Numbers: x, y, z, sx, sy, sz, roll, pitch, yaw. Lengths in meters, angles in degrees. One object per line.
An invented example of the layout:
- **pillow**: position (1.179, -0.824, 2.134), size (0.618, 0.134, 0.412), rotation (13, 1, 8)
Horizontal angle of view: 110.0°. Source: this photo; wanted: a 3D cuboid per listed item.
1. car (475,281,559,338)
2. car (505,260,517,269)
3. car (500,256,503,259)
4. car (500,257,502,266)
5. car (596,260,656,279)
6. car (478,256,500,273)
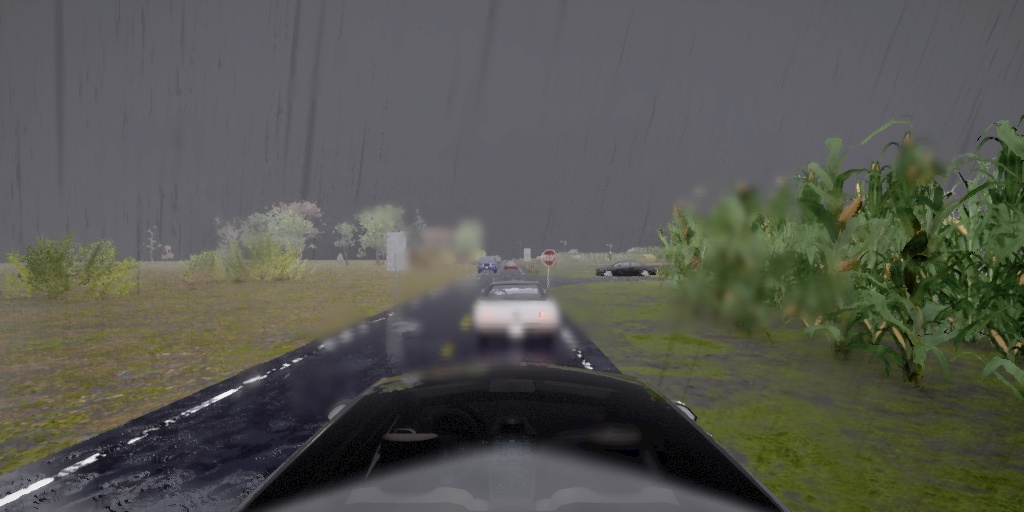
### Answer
- **car**: position (0.102, 1.353, 10.145), size (1.895, 1.301, 4.718), rotation (0, 0, 0)
- **car**: position (-0.171, 1.363, 56.990), size (1.994, 1.385, 4.181), rotation (0, 0, -1)
- **car**: position (-3.156, 1.304, 64.615), size (2.128, 1.511, 4.902), rotation (0, 0, 0)
- **car**: position (-3.072, 1.285, 54.242), size (2.128, 1.511, 4.902), rotation (0, 0, -1)
- **car**: position (9.861, 1.159, 31.289), size (5.008, 1.535, 1.882), rotation (-1, -1, 3)
- **car**: position (-2.965, 1.000, 44.270), size (2.150, 2.045, 5.566), rotation (0, 0, -1)
